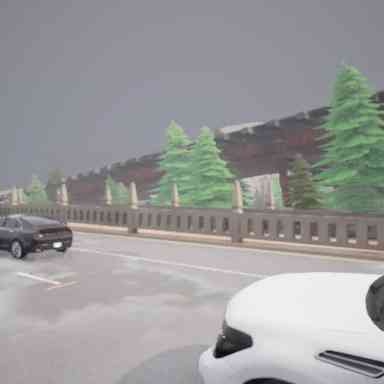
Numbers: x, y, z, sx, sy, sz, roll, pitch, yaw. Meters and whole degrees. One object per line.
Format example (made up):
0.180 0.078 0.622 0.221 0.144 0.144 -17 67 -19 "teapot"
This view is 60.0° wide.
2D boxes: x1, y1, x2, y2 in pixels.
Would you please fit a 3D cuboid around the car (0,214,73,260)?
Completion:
-6.678 1.627 13.056 4.892 1.490 1.837 -1 0 36 "car"

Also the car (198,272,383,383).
2.703 1.212 2.046 5.566 2.045 2.150 0 0 36 "car"
